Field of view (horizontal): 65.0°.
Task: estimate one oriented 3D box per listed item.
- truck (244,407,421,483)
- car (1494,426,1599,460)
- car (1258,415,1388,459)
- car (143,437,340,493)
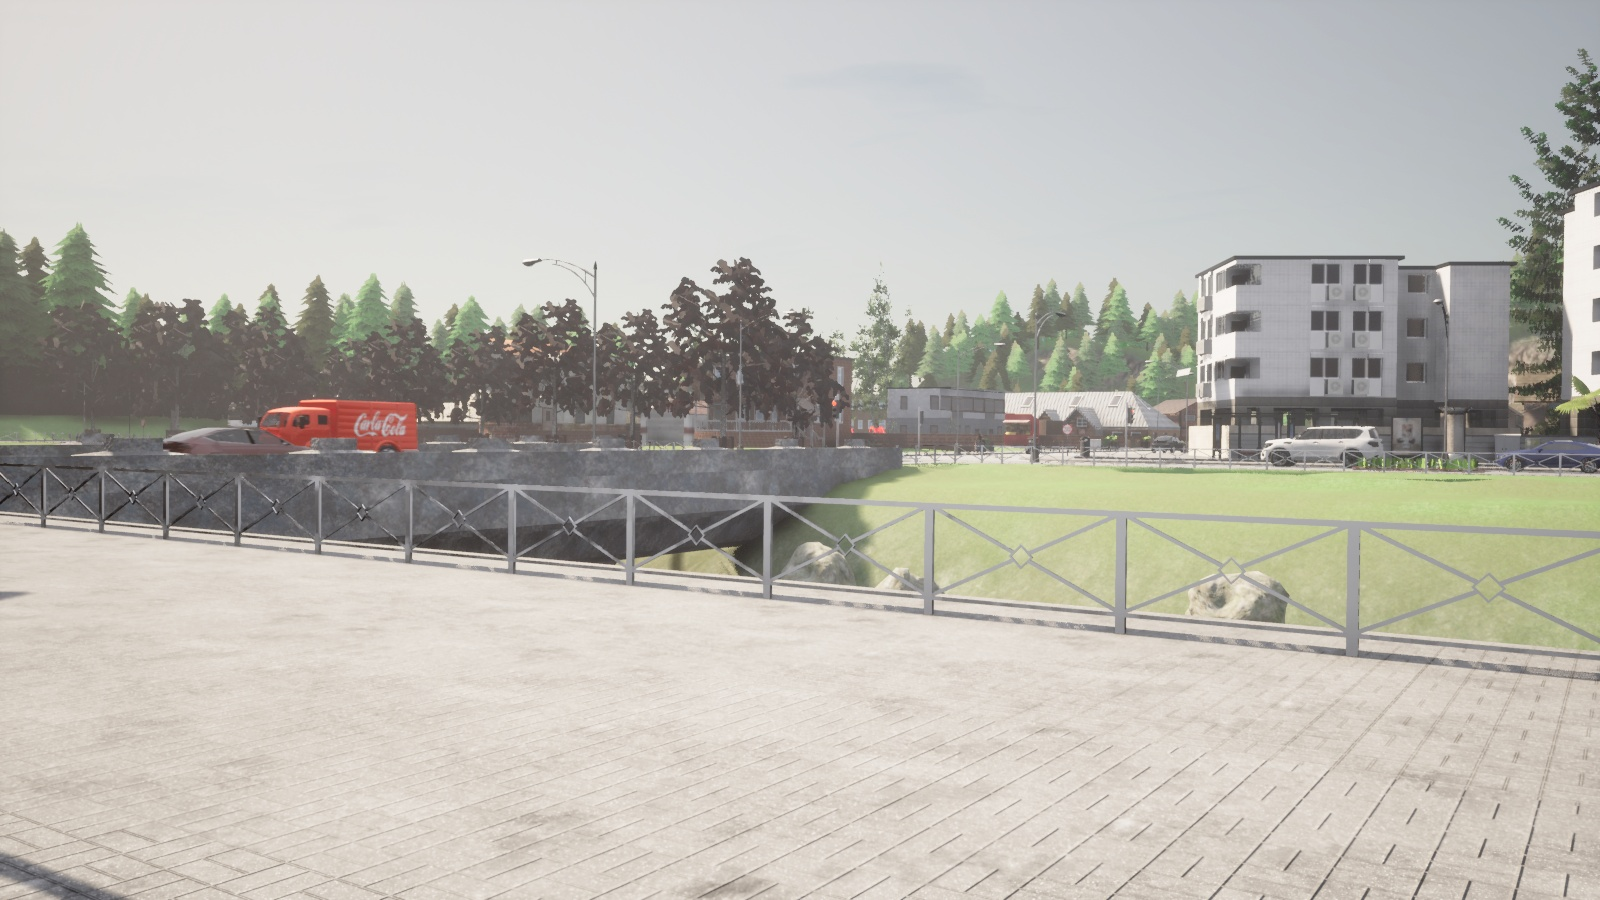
[{"bbox_3d":[-16.162,-0.206,43.707,2.627,2.467,5.204,0,1,34],"label":"truck"},{"bbox_3d":[33.670,-0.311,55.942,4.674,1.442,1.812,0,1,33],"label":"car"},{"bbox_3d":[25.532,-0.618,61.345,5.566,2.045,2.150,0,1,33],"label":"car"},{"bbox_3d":[-16.129,0.379,36.525,2.163,1.488,4.792,0,1,34],"label":"car"}]
